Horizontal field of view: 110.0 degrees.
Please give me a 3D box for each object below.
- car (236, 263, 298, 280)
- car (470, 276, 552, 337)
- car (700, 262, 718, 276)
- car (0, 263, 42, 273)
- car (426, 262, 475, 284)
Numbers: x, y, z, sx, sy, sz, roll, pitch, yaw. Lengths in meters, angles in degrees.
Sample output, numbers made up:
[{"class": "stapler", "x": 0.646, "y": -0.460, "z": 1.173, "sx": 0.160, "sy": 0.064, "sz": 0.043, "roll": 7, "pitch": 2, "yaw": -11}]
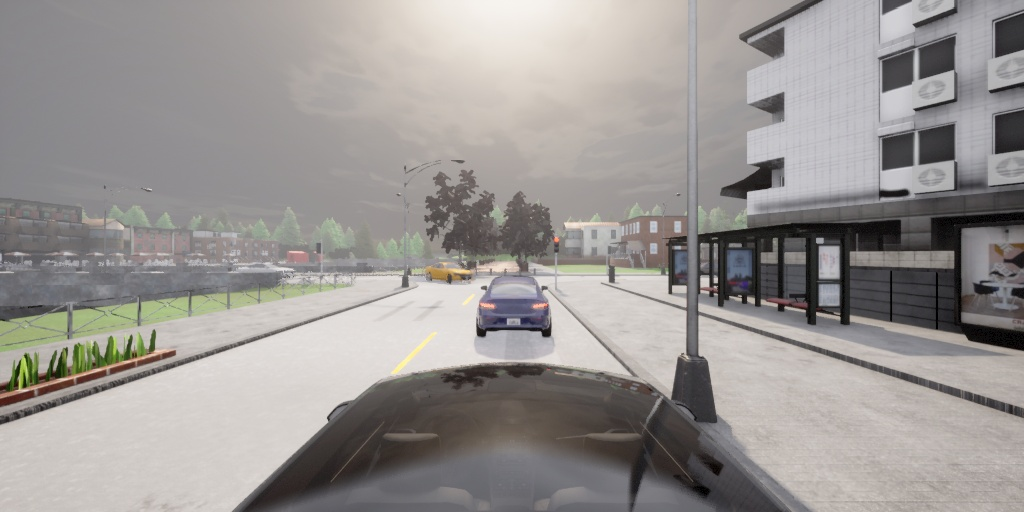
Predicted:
[{"class": "car", "x": -20.754, "y": 1.275, "z": 30.364, "sx": 4.674, "sy": 1.442, "sz": 1.812, "roll": 0, "pitch": 0, "yaw": 0}, {"class": "car", "x": 0.063, "y": 1.276, "z": 10.161, "sx": 1.812, "sy": 1.442, "sz": 4.674, "roll": 0, "pitch": 0, "yaw": 1}, {"class": "car", "x": 18.904, "y": 1.297, "z": 34.431, "sx": 5.357, "sy": 1.411, "sz": 2.033, "roll": 0, "pitch": 0, "yaw": 0}, {"class": "car", "x": -42.824, "y": 1.314, "z": 30.432, "sx": 4.181, "sy": 1.385, "sz": 1.994, "roll": 0, "pitch": 0, "yaw": 0}, {"class": "car", "x": -4.721, "y": 1.228, "z": 27.098, "sx": 1.882, "sy": 1.535, "sz": 5.008, "roll": 3, "pitch": -2, "yaw": -39}]
